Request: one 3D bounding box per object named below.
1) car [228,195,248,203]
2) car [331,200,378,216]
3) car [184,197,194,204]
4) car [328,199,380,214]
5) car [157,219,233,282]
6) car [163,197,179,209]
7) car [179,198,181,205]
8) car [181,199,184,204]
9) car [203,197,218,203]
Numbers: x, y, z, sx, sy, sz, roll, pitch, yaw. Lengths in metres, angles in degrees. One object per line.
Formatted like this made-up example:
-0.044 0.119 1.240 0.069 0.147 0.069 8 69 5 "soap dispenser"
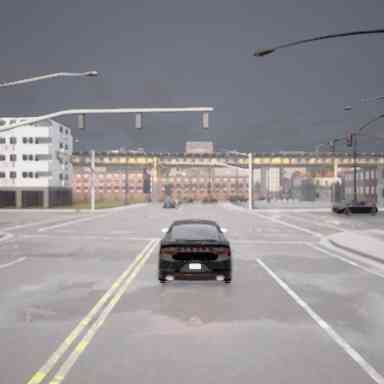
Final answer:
12.782 1.942 92.282 5.566 2.045 2.150 0 0 -24 "car"
17.021 1.703 34.655 4.181 1.385 1.994 -1 -1 1 "car"
-1.179 2.001 83.122 2.097 1.767 4.553 0 0 23 "car"
18.487 1.643 38.129 4.902 1.511 2.128 -1 -1 1 "car"
0.075 1.557 10.070 1.882 1.535 5.008 0 0 0 "car"
-3.632 1.925 54.007 1.837 1.490 4.892 0 0 0 "car"
-3.619 1.969 63.220 1.882 1.535 5.008 0 0 0 "car"
-3.564 1.925 73.274 2.097 1.767 4.553 0 0 2 "car"
4.817 2.024 86.084 2.097 1.767 4.553 0 -1 39 "car"
